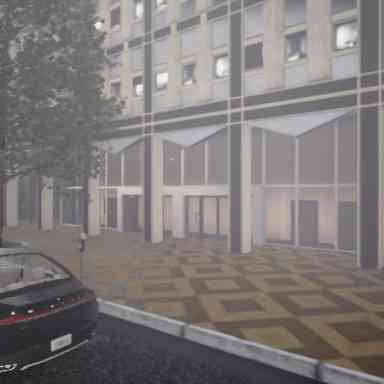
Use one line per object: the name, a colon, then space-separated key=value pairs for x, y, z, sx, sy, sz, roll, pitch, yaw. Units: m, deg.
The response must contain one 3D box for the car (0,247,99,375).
car: x=-3.337 y=1.564 z=5.242 sx=4.403 sy=1.369 sz=2.008 roll=0 pitch=0 yaw=35
